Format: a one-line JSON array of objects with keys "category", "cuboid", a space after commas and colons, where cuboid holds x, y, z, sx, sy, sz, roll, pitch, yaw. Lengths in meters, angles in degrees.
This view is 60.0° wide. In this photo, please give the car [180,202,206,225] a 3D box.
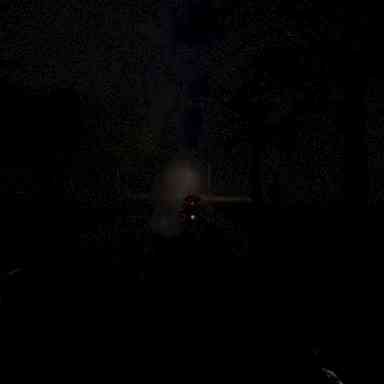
[{"category": "car", "cuboid": [0.062, 1.785, 26.246, 1.994, 1.385, 4.181, 0, 0, 0]}]

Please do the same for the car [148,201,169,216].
[{"category": "car", "cuboid": [-3.536, 1.720, 35.668, 1.837, 1.490, 4.892, 0, 0, 1]}]

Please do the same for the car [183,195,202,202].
[{"category": "car", "cuboid": [0.077, 1.400, 42.588, 2.150, 2.045, 5.566, 0, 1, 0]}]
